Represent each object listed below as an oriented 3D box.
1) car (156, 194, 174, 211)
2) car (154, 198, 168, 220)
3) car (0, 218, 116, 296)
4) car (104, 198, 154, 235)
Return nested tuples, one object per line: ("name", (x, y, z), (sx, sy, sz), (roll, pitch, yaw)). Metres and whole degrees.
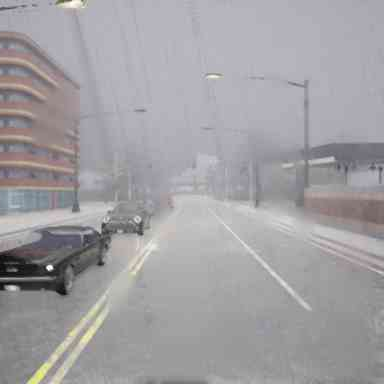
("car", (-3.501, 1.265, 41.550), (2.150, 2.045, 5.566), (0, 0, 2))
("car", (-3.547, 1.527, 28.591), (2.128, 1.511, 4.902), (0, 0, 0))
("car", (-3.591, 1.619, 8.863), (1.895, 1.301, 4.718), (0, 0, 0))
("car", (-3.578, 1.379, 18.734), (2.097, 1.767, 4.553), (0, 0, -1))
